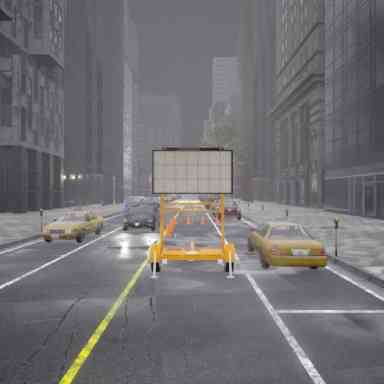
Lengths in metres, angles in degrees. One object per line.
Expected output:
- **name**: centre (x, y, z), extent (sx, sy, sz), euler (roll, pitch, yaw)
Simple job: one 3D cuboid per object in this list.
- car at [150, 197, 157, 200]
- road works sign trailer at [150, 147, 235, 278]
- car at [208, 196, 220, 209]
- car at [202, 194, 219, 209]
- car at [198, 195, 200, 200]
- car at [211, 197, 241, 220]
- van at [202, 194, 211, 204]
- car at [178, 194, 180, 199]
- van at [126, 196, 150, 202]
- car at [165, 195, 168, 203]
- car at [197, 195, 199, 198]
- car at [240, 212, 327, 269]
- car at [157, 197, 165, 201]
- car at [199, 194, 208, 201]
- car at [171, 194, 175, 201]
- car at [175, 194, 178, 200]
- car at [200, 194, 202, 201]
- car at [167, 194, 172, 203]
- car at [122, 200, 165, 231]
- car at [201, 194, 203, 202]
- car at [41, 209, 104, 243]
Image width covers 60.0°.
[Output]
- **car**: centre (-5.602, 1.565, 39.007), extent (1.947, 1.339, 4.313), euler (0, 0, 0)
- **road works sign trailer**: centre (0.016, 0.461, 10.099), extent (2.380, 3.560, 2.880), euler (0, 0, 0)
- **car**: centre (2.914, 1.434, 33.339), extent (1.967, 1.590, 4.097), euler (0, 0, 0)
- **car**: centre (2.933, 1.323, 44.619), extent (2.192, 1.841, 5.009), euler (0, 0, 0)
- **car**: centre (2.990, 1.659, 78.455), extent (1.802, 1.307, 4.206), euler (0, 0, 0)
- **car**: centre (2.905, 1.431, 27.700), extent (1.967, 1.590, 4.097), euler (0, 0, 0)
- **van**: centre (2.972, 1.391, 67.176), extent (1.690, 1.788, 3.998), euler (0, 0, 0)
- **car**: centre (-5.507, 1.457, 95.397), extent (2.192, 1.841, 5.009), euler (0, 0, 0)
- **van**: centre (-5.610, 1.335, 33.369), extent (1.690, 1.788, 3.998), euler (0, 0, 0)
- **car**: centre (-5.573, 1.574, 55.924), extent (1.887, 1.381, 4.507), euler (0, 0, 0)
- **car**: centre (2.999, 1.663, 84.093), extent (1.947, 1.339, 4.313), euler (0, 0, 0)
- **car**: centre (2.883, 1.521, 10.984), extent (1.752, 1.417, 4.829), euler (0, 0, 1)
- **car**: centre (-5.583, 1.458, 50.286), extent (1.967, 1.590, 4.097), euler (0, 0, 0)
- **car**: centre (3.009, 1.435, 89.734), extent (2.192, 1.841, 5.009), euler (0, 0, 0)
- **car**: centre (-5.536, 1.602, 78.310), extent (1.752, 1.417, 4.829), euler (0, 0, 0)
- **car**: centre (-5.526, 1.412, 84.118), extent (2.192, 1.841, 5.009), euler (0, 0, 0)
- **car**: centre (2.962, 1.480, 61.537), extent (1.967, 1.590, 4.097), euler (0, 0, 0)
- **car**: centre (-5.554, 1.632, 67.203), extent (1.802, 1.307, 4.206), euler (0, 0, 0)
- **car**: centre (-2.967, 1.495, 20.411), extent (1.837, 1.490, 4.892), euler (0, 0, 0)
- **car**: centre (2.943, 1.333, 50.257), extent (2.192, 1.841, 5.009), euler (0, 0, 0)
- **car**: centre (-5.641, 1.519, 16.244), extent (1.752, 1.417, 4.829), euler (0, 0, 1)
